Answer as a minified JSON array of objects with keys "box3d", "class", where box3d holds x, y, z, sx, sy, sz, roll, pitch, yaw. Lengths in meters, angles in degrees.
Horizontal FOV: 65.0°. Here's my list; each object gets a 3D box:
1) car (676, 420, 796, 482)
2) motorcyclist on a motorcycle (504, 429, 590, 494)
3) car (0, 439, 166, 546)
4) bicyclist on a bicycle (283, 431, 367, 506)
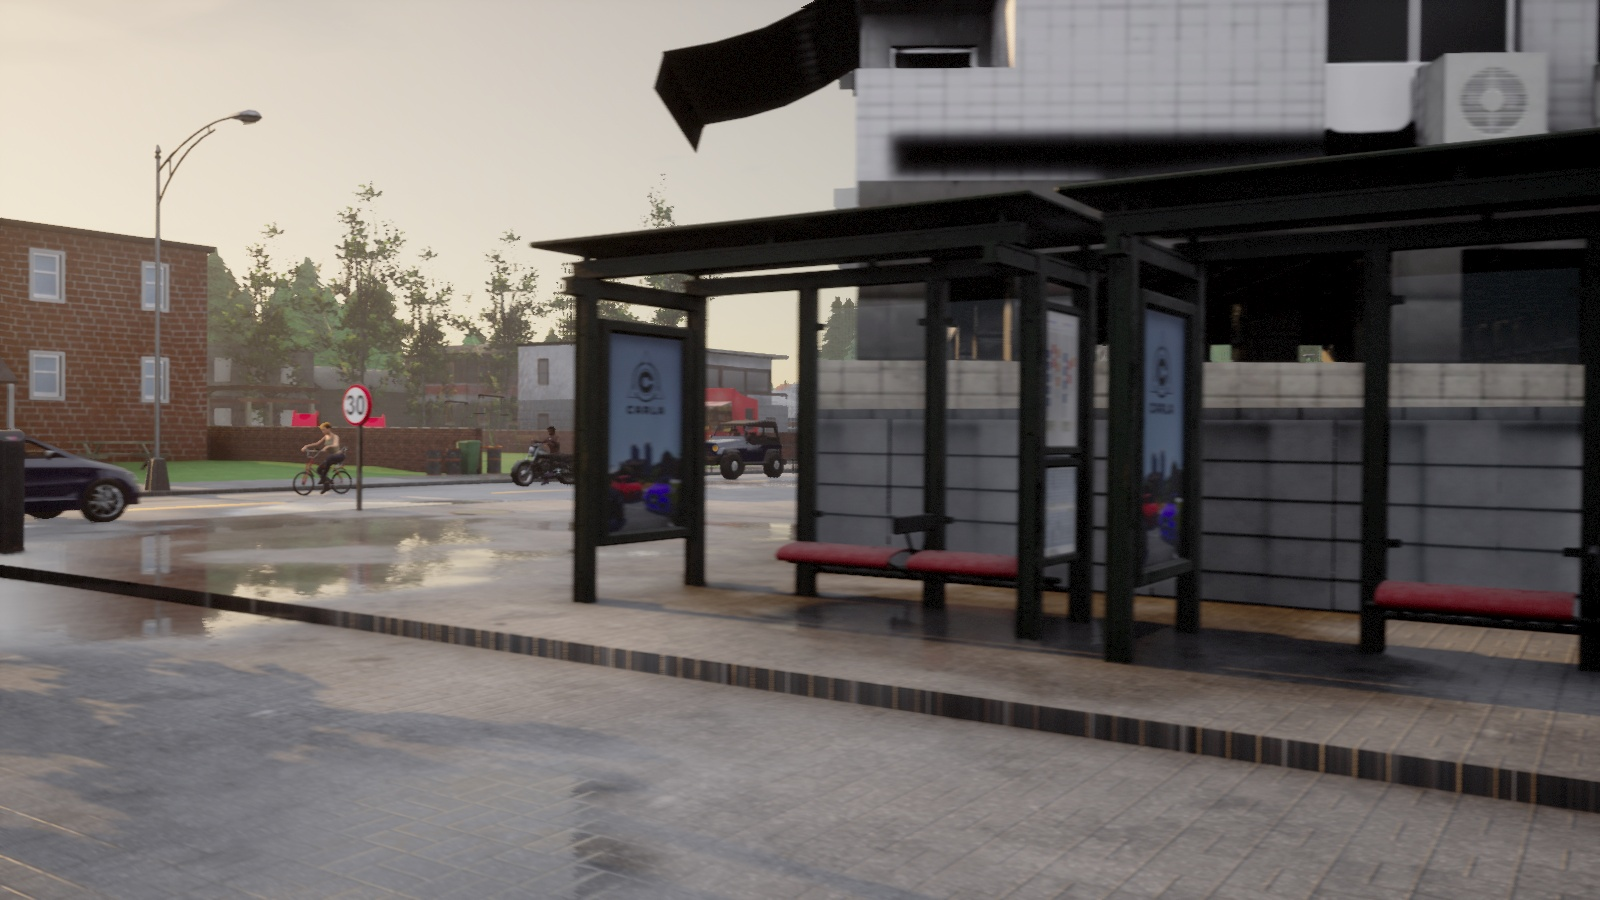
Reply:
[{"box3d":[-2.015,-0.007,40.500,1.905,1.878,3.866,0,1,33],"class":"car"},{"box3d":[-6.707,0.286,33.429,0.766,1.649,2.350,0,1,34],"class":"motorcyclist on a motorcycle"},{"box3d":[-11.831,0.601,18.437,1.816,1.474,4.193,0,1,29],"class":"car"},{"box3d":[-10.476,0.384,27.733,0.866,1.612,1.509,0,1,34],"class":"bicyclist on a bicycle"}]
